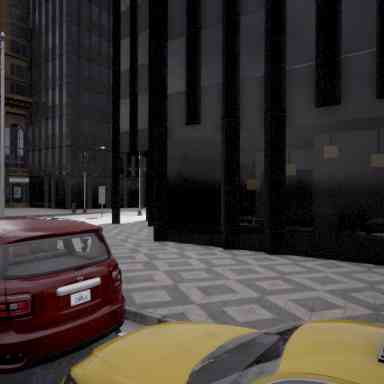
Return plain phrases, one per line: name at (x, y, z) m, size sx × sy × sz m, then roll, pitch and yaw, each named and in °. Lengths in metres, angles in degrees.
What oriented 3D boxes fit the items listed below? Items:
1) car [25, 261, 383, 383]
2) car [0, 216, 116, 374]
car at (1.037, 1.525, 2.220) m, size 4.829 × 1.417 × 1.752 m, roll 0°, pitch 0°, yaw 36°
car at (-3.242, 1.314, 5.271) m, size 5.009 × 1.841 × 2.192 m, roll 0°, pitch 0°, yaw 36°
